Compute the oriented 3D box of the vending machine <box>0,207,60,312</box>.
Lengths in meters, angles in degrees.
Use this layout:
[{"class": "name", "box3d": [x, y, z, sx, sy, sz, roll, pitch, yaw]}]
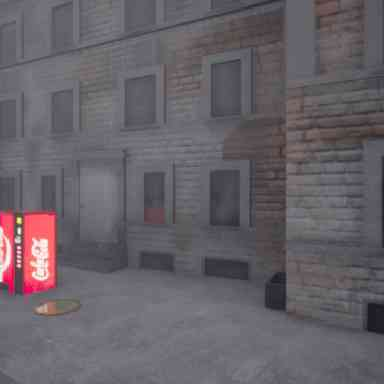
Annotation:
[{"class": "vending machine", "box3d": [-3.728, 1.415, 7.510, 0.880, 2.100, 1.100, 0, 0, 35]}]
